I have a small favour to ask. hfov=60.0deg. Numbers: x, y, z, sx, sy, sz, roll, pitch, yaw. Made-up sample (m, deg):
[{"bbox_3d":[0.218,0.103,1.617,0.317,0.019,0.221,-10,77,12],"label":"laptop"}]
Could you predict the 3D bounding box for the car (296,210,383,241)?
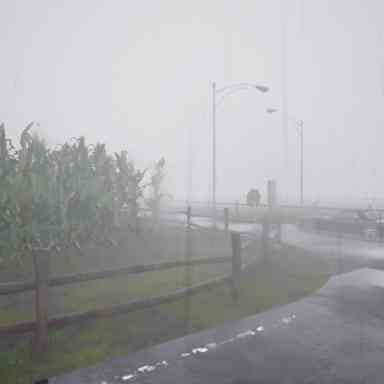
[{"bbox_3d":[7.711,1.555,16.634,1.895,1.301,4.718,-1,1,-45],"label":"car"}]
